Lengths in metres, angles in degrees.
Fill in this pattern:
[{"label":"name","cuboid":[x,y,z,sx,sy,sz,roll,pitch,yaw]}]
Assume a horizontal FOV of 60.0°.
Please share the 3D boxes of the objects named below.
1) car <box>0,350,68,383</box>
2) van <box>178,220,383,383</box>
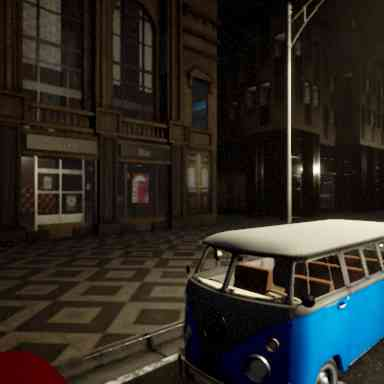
[{"label":"car","cuboid":[-2.511,1.542,0.800,4.507,1.381,1.887,0,0,-42]},{"label":"van","cuboid":[1.668,1.341,4.556,3.998,1.788,1.690,0,0,-42]}]
